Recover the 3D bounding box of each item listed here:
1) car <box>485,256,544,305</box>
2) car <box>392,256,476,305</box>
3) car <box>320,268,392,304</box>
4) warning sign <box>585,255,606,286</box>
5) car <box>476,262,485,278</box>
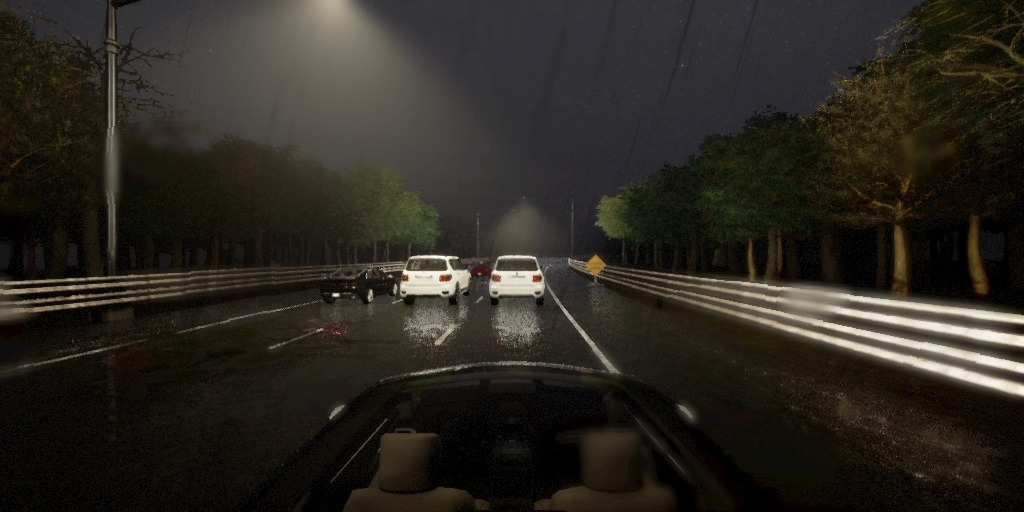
[{"bbox_3d":[0.265,0.998,16.080,2.150,2.045,5.566,0,0,2],"label":"car"},{"bbox_3d":[-3.233,0.998,16.207,2.150,2.045,5.566,0,0,2],"label":"car"},{"bbox_3d":[-6.732,1.257,16.305,1.837,1.490,4.892,0,0,2],"label":"car"},{"bbox_3d":[5.067,0.845,21.750,1.300,1.860,1.060,0,0,3],"label":"warning sign"},{"bbox_3d":[-2.428,1.245,30.963,1.812,1.442,4.674,0,0,4],"label":"car"}]
